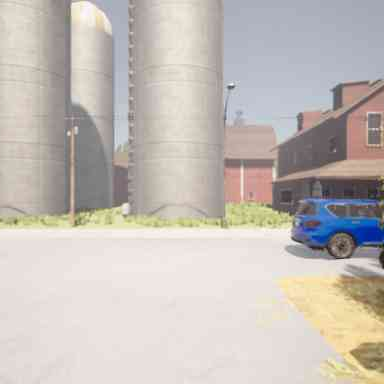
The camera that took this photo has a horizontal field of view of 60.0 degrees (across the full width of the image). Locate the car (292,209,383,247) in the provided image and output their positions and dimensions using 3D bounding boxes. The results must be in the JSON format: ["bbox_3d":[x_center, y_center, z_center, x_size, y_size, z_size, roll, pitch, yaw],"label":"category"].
[{"bbox_3d":[7.216,1.588,14.992,4.892,1.490,1.837,0,0,0],"label":"car"}]

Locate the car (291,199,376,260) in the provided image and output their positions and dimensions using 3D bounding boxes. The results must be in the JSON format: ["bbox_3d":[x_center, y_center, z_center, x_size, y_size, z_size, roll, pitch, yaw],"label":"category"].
[{"bbox_3d":[6.552,1.286,12.323,5.566,2.045,2.150,0,-1,-2],"label":"car"}]
